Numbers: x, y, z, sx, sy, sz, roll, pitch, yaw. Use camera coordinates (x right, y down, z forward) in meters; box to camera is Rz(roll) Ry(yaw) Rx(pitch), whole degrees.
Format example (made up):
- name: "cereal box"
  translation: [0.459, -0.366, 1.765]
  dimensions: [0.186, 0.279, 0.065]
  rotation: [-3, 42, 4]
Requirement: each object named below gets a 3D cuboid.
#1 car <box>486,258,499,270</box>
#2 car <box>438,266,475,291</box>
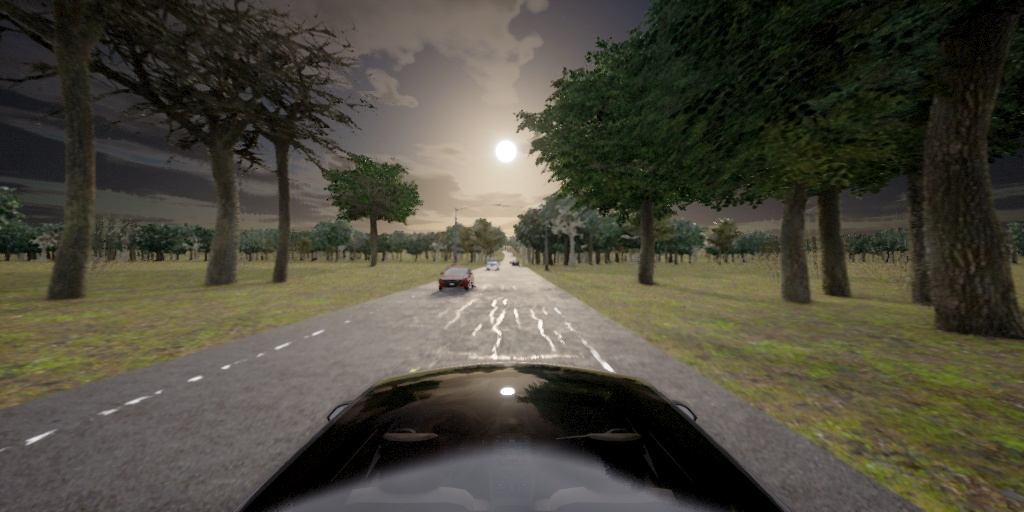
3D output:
- name: "car"
  translation: [-3.492, 1.462, 64.931]
  dimensions: [2.150, 2.045, 5.566]
  rotation: [0, 0, 0]
- name: "car"
  translation: [-3.588, 1.439, 23.860]
  dimensions: [1.882, 1.535, 5.008]
  rotation: [0, 0, 0]
